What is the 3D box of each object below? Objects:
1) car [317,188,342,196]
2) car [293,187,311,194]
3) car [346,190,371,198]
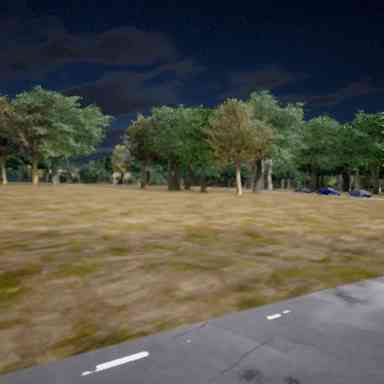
[{"bbox_3d":[25.187,-0.040,61.104,1.882,1.535,5.008,2,2,-19],"label":"car"},{"bbox_3d":[24.130,-0.422,73.213,1.994,1.385,4.181,2,2,-19],"label":"car"},{"bbox_3d":[29.279,0.274,58.596,1.994,1.385,4.181,2,2,-19],"label":"car"}]
